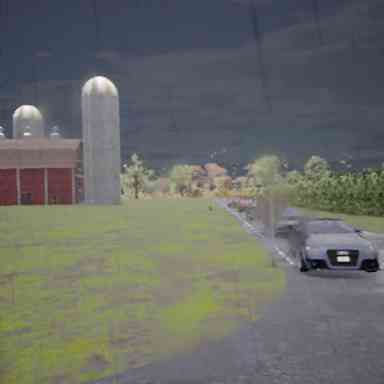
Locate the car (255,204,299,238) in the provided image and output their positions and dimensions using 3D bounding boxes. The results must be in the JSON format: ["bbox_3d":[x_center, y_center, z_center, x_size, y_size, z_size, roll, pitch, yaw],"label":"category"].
[{"bbox_3d":[4.957,1.529,18.074,2.033,1.411,5.357,-2,0,3],"label":"car"}]

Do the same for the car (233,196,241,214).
[{"bbox_3d":[5.913,1.491,36.477,1.882,1.535,5.008,-2,0,3],"label":"car"}]

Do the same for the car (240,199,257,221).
[{"bbox_3d":[5.465,1.488,27.337,2.128,1.511,4.902,-2,0,3],"label":"car"}]

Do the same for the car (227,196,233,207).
[{"bbox_3d":[6.551,1.398,51.642,2.097,1.767,4.553,-2,0,2],"label":"car"}]

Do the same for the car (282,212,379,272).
[{"bbox_3d":[4.204,1.542,10.532,1.994,1.385,4.181,-2,0,9],"label":"car"}]
